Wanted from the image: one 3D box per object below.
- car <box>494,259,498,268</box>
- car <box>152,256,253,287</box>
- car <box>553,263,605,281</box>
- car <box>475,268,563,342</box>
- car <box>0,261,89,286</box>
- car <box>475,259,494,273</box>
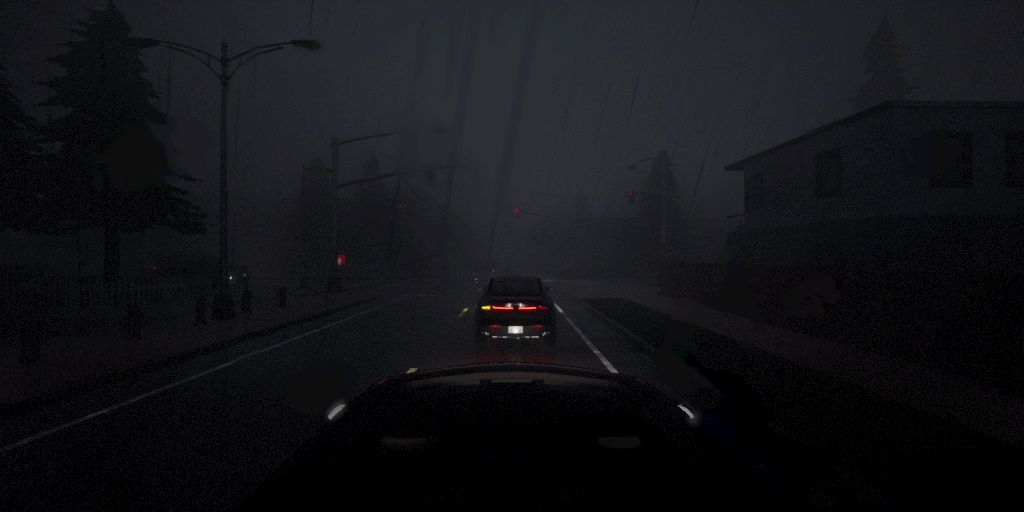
[{"bbox_3d":[-3.460,1.276,54.320,1.812,1.442,4.674,0,0,0],"label":"car"},{"bbox_3d":[-20.665,0.987,24.039,5.566,2.045,2.150,0,0,-1],"label":"car"},{"bbox_3d":[5.369,1.298,29.093,4.181,1.385,1.994,0,0,-4],"label":"car"},{"bbox_3d":[0.092,1.255,9.729,1.837,1.490,4.892,0,0,0],"label":"car"},{"bbox_3d":[-31.963,1.257,23.743,4.902,1.511,2.128,0,0,-1],"label":"car"},{"bbox_3d":[-3.495,1.276,44.179,1.812,1.442,4.674,0,0,-1],"label":"car"}]
